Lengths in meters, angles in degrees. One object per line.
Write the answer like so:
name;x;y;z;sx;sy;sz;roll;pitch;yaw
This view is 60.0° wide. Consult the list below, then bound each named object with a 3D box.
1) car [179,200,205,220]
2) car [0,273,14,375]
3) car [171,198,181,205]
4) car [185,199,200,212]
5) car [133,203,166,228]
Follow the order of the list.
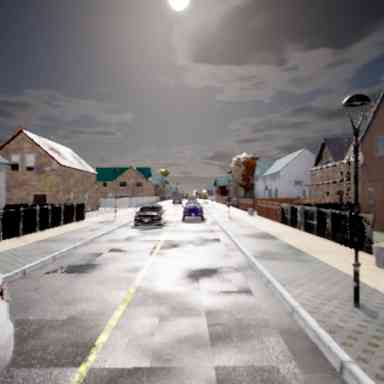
car;0.099;1.619;28.713;1.812;1.442;4.674;0;0;0
car;-2.848;1.222;1.044;2.150;2.045;5.566;0;0;0
car;-2.769;1.822;63.791;1.812;1.442;4.674;0;0;0
car;0.100;1.681;41.710;1.812;1.442;4.674;0;0;0
car;-2.851;1.575;23.140;1.837;1.490;4.892;0;0;0
